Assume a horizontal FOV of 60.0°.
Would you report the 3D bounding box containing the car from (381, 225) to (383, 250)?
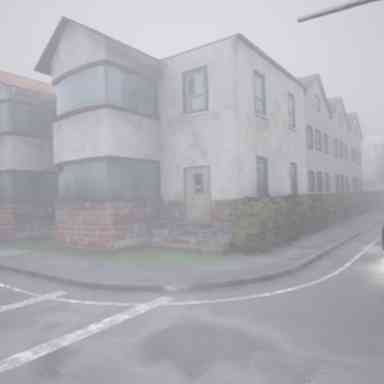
[{"bbox_3d":[8.592,1.210,12.574,2.097,1.767,4.553,-2,-1,37],"label":"car"}]
